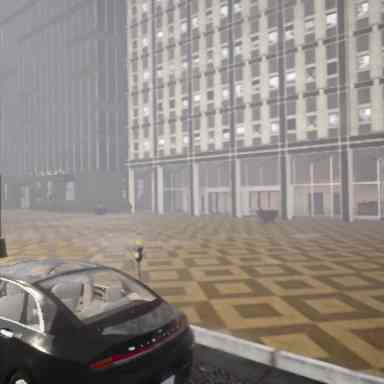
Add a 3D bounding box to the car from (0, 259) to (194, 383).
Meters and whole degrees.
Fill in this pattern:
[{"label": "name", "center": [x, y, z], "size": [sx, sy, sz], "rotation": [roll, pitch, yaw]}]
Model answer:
[{"label": "car", "center": [-2.028, 1.575, 4.339], "size": [4.403, 1.369, 2.008], "rotation": [0, -1, 36]}]
